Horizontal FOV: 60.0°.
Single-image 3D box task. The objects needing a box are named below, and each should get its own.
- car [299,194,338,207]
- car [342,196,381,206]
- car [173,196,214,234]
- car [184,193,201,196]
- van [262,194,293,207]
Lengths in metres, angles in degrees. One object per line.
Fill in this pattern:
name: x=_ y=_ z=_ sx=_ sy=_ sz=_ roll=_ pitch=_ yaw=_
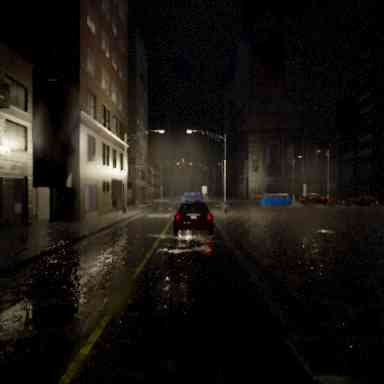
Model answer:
car: x=17.304 y=1.146 z=45.739 sx=5.009 sy=1.841 sz=2.192 roll=0 pitch=0 yaw=-1
car: x=22.944 y=1.393 z=45.834 sx=4.313 sy=1.339 sz=1.947 roll=0 pitch=0 yaw=-1
car: x=0.074 y=1.283 z=18.867 sx=2.097 sy=1.767 sz=4.553 roll=0 pitch=0 yaw=0
car: x=0.056 y=1.085 z=32.729 sx=2.150 sy=2.045 sz=5.566 roll=0 pitch=0 yaw=0
van: x=11.664 y=1.173 z=45.645 sx=3.998 sy=1.788 sz=1.690 roll=0 pitch=0 yaw=-1
